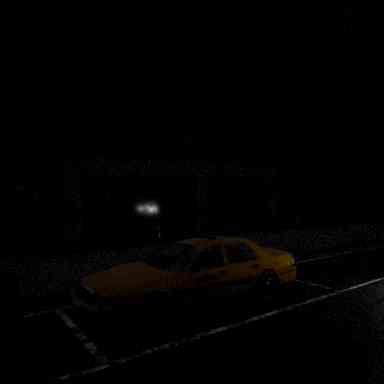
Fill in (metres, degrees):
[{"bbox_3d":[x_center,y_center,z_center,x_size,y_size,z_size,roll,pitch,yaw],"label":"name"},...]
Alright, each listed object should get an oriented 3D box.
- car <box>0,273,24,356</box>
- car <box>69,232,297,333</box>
[{"bbox_3d":[-4.239,1.566,3.635,4.313,1.339,1.947,0,-1,-36],"label":"car"},{"bbox_3d":[0.102,1.524,6.738,4.829,1.417,1.752,0,-1,-36],"label":"car"}]
